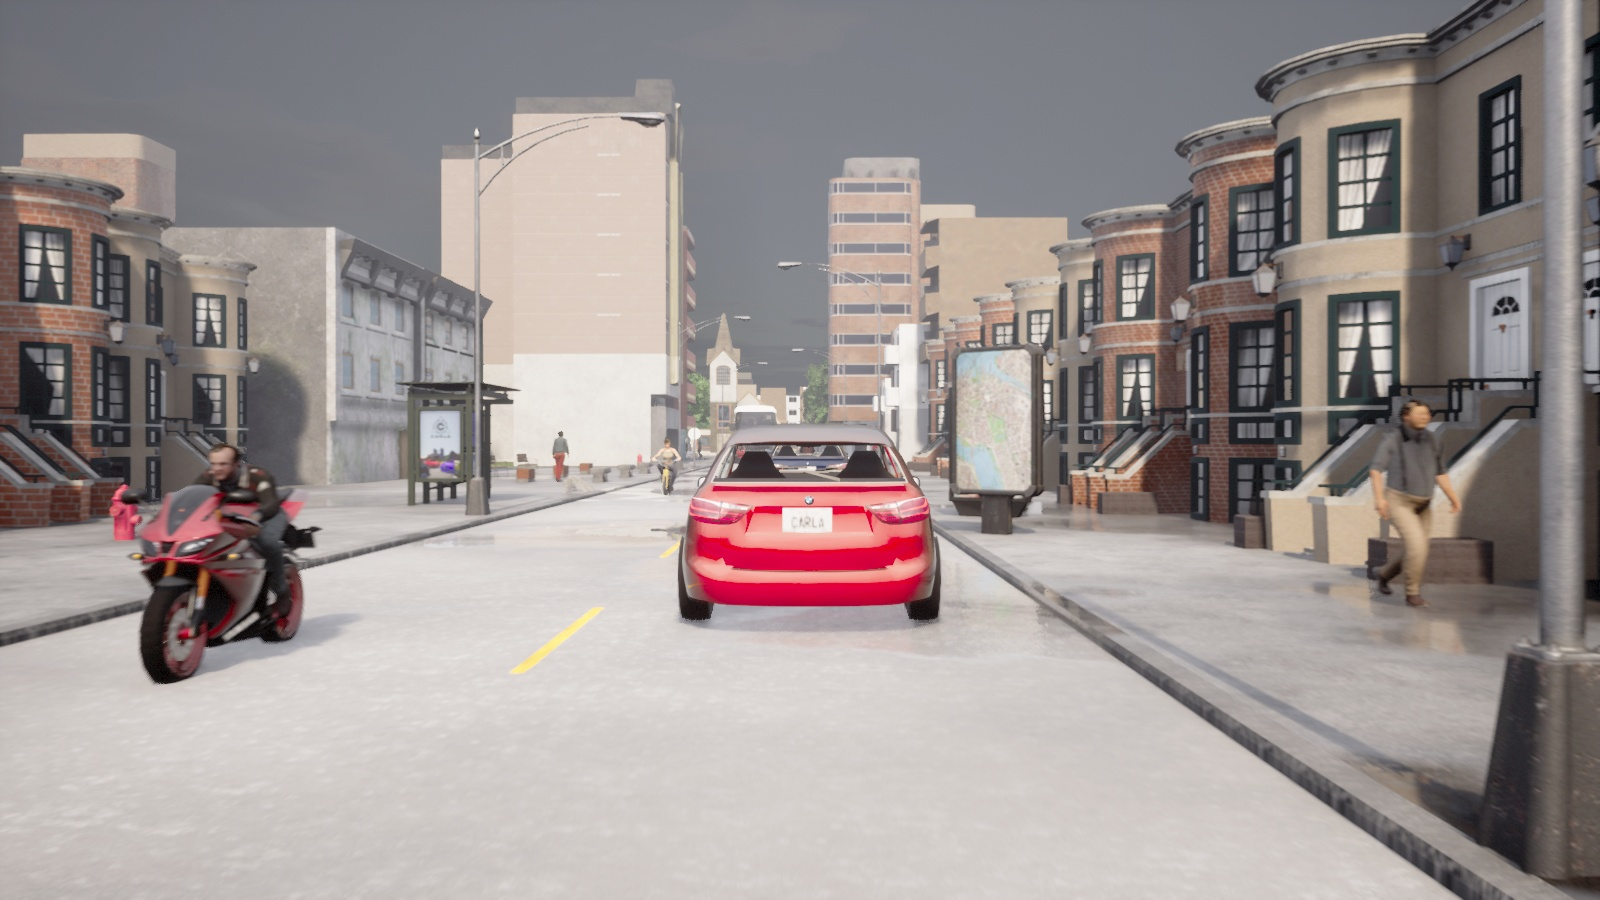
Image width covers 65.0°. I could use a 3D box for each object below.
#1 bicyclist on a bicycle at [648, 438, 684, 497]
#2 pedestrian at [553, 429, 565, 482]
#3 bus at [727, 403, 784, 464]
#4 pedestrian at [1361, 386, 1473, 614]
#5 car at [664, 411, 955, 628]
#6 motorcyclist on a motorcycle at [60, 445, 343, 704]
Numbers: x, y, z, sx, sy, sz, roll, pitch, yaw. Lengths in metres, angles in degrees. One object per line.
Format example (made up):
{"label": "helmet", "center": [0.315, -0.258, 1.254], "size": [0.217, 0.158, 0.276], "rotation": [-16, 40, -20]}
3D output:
{"label": "bicyclist on a bicycle", "center": [-3.775, 0.480, 35.476], "size": [0.866, 1.612, 1.509], "rotation": [0, 0, 1]}
{"label": "pedestrian", "center": [-8.536, 0.199, 44.421], "size": [0.353, 1.847, 0.614], "rotation": [0, 0, -5]}
{"label": "bus", "center": [-3.315, -1.154, 92.554], "size": [3.944, 4.253, 10.273], "rotation": [0, 0, -2]}
{"label": "pedestrian", "center": [5.166, 0.401, 10.542], "size": [0.540, 1.848, 0.694], "rotation": [0, 0, -9]}
{"label": "car", "center": [0.085, 0.523, 11.993], "size": [2.242, 1.667, 4.611], "rotation": [0, 0, 0]}
{"label": "motorcyclist on a motorcycle", "center": [-3.936, 0.730, 8.518], "size": [0.866, 1.530, 2.191], "rotation": [0, 0, 0]}
